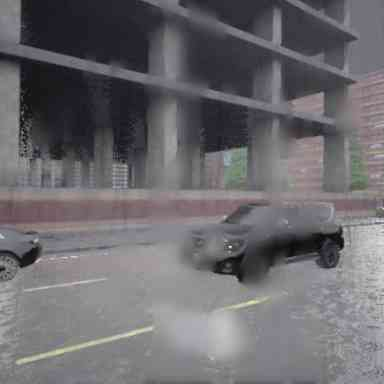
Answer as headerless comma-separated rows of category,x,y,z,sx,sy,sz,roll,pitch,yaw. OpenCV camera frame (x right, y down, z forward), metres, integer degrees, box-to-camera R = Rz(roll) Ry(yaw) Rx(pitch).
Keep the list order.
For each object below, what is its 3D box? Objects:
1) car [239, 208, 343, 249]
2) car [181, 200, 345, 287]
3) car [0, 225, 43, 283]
car,4.827,1.627,15.935,4.902,1.511,2.128,1,0,-35
car,2.346,1.296,9.953,5.566,2.045,2.150,0,0,-37
car,-6.309,1.475,8.102,4.902,1.511,2.128,1,0,-35
